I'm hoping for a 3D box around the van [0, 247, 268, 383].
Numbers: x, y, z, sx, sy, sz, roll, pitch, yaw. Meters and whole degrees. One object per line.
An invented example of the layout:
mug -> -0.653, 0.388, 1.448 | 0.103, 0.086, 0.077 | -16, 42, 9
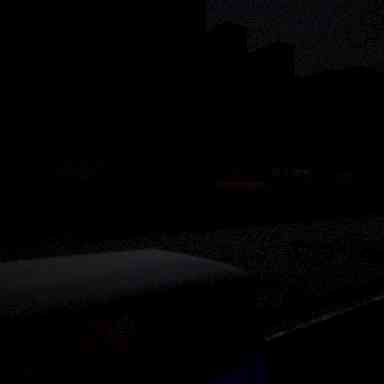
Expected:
van -> -1.353, 1.340, 1.873 | 3.998, 1.788, 1.690 | 1, -2, -35
